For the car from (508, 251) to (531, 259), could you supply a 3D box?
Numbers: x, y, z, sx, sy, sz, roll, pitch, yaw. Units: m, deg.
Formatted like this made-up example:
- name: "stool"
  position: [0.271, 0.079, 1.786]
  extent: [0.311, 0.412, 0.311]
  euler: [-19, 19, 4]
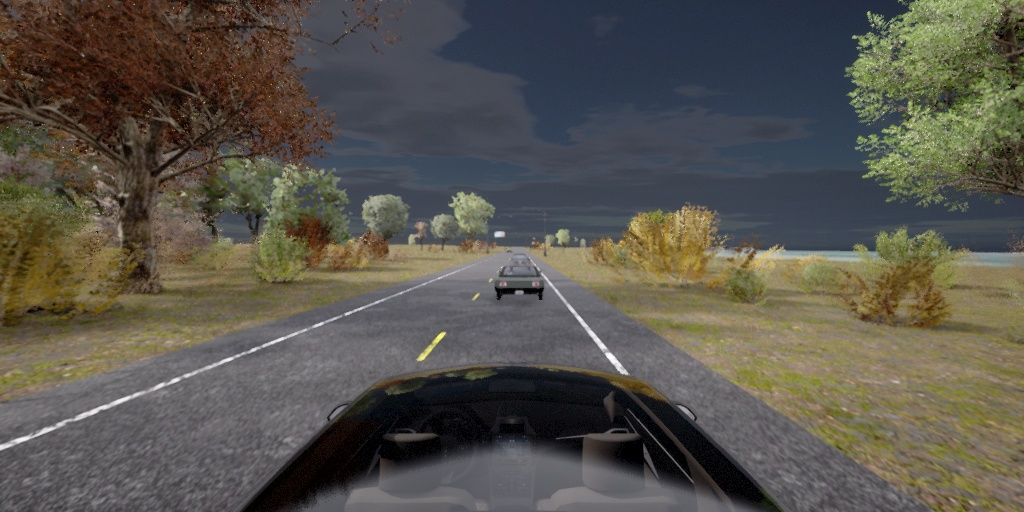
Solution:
- name: "car"
  position: [0.743, 0.520, 32.664]
  extent: [2.033, 1.411, 5.357]
  euler: [0, 1, 2]

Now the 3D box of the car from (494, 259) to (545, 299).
- name: "car"
  position: [0.343, 1.009, 15.425]
  extent: [1.895, 1.301, 4.718]
  euler: [0, 1, 2]
